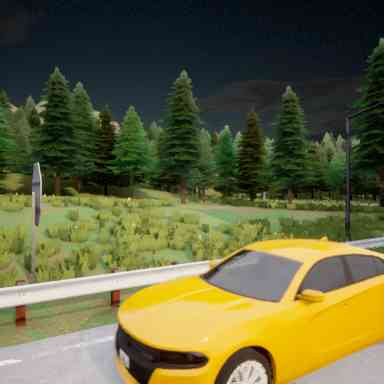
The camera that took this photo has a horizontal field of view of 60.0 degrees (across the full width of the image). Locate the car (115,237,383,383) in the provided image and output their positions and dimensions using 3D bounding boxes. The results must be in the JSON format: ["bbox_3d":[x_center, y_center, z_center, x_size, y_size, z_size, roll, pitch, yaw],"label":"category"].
[{"bbox_3d":[1.404,1.478,4.836,5.008,1.535,1.882,0,0,-32],"label":"car"}]
